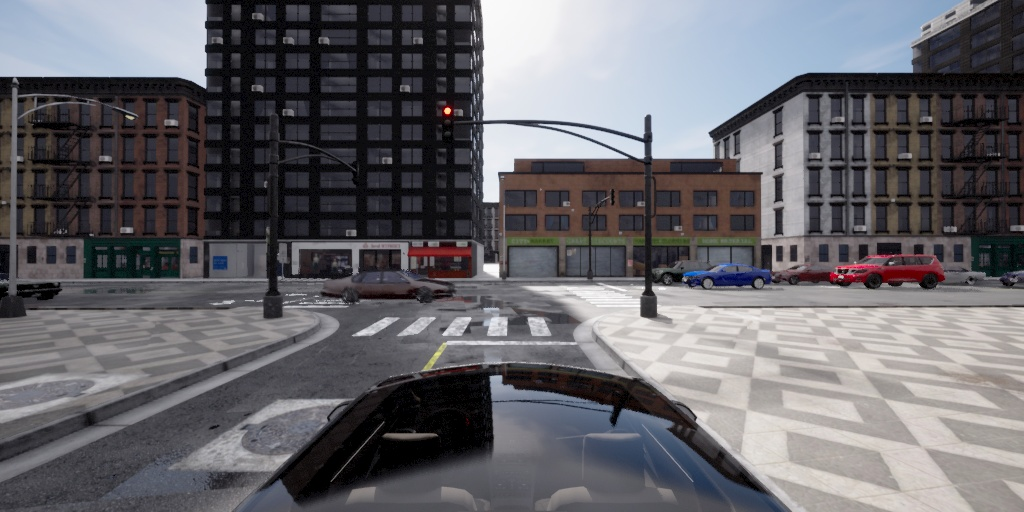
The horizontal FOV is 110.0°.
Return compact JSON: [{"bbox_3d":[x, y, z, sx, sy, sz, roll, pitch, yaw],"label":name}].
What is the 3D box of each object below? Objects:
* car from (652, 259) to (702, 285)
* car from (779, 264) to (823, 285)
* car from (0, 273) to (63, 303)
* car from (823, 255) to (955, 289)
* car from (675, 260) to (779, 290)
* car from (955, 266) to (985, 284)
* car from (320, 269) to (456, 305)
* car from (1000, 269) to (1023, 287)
[{"bbox_3d":[11.957,1.115,25.289,4.553,1.767,2.097,0,0,0],"label":"car"},{"bbox_3d":[20.784,1.271,25.303,4.674,1.442,1.812,0,0,0],"label":"car"},{"bbox_3d":[-22.400,1.351,15.217,4.718,1.301,1.895,0,0,0],"label":"car"},{"bbox_3d":[23.022,0.935,22.076,5.566,2.045,2.150,0,0,0],"label":"car"},{"bbox_3d":[13.096,1.212,22.031,5.008,1.535,1.882,0,0,-2],"label":"car"},{"bbox_3d":[29.988,1.326,25.340,4.718,1.301,1.895,0,0,0],"label":"car"},{"bbox_3d":[-5.155,1.264,15.277,5.357,1.411,2.033,0,0,0],"label":"car"},{"bbox_3d":[33.245,1.218,22.102,4.674,1.442,1.812,0,0,0],"label":"car"}]
